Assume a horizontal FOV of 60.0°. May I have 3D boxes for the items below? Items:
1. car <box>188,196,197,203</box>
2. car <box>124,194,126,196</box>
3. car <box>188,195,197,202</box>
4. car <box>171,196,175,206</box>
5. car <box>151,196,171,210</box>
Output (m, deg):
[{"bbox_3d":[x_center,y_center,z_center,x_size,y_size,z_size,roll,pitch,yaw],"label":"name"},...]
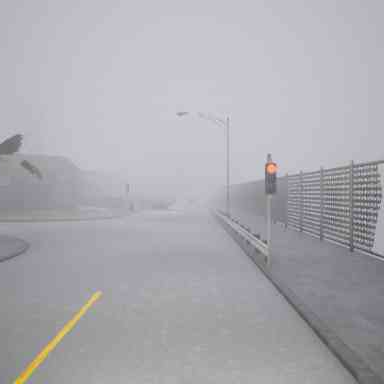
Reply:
[{"bbox_3d":[0.120,1.555,68.044,2.033,1.411,5.357,0,0,-1],"label":"car"},{"bbox_3d":[-17.260,1.142,78.259,3.633,1.501,1.845,0,0,0],"label":"car"},{"bbox_3d":[0.017,1.548,78.672,2.033,1.411,5.357,0,0,0],"label":"car"},{"bbox_3d":[-4.079,1.510,52.541,1.837,1.490,4.892,0,0,0],"label":"car"},{"bbox_3d":[-4.089,1.482,42.822,1.882,1.535,5.008,0,0,0],"label":"car"}]
